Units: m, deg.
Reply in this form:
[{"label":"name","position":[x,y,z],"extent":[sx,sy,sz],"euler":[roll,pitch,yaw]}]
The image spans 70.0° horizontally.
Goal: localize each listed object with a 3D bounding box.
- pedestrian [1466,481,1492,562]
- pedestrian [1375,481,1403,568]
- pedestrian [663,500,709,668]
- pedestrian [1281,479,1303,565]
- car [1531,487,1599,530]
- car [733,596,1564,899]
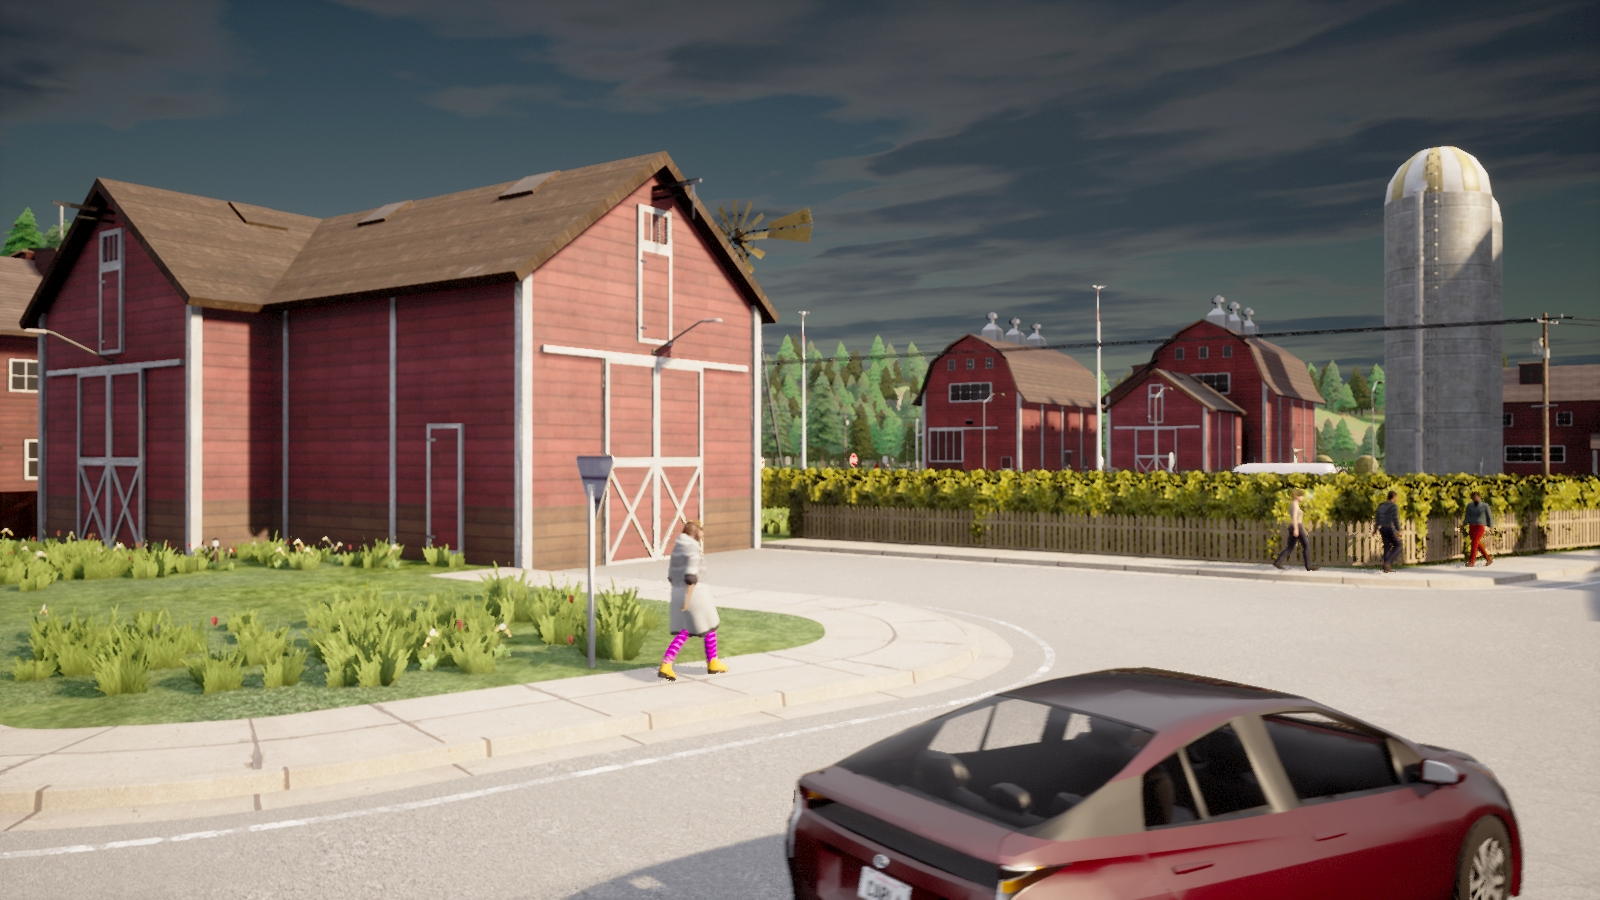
[{"label":"pedestrian","position":[15.824,1.647,26.615],"extent":[0.375,1.860,0.375],"euler":[0,0,-29]},{"label":"pedestrian","position":[12.829,1.612,24.888],"extent":[0.375,1.860,0.375],"euler":[0,0,-12]},{"label":"pedestrian","position":[-1.302,1.519,13.086],"extent":[0.375,1.860,0.375],"euler":[0,0,-41]},{"label":"pedestrian","position":[10.770,1.561,25.016],"extent":[0.375,1.860,0.375],"euler":[0,0,10]},{"label":"car","position":[30.316,2.206,42.815],"extent":[4.902,1.511,2.128],"euler":[0,0,33]},{"label":"car","position":[2.081,1.848,6.202],"extent":[4.514,1.525,2.007],"euler":[0,0,-36]}]
